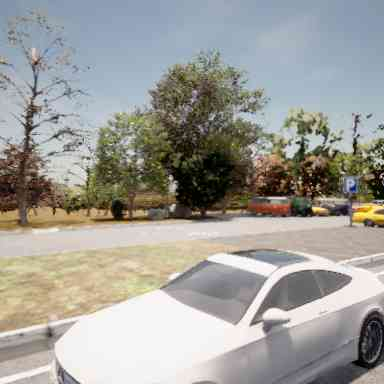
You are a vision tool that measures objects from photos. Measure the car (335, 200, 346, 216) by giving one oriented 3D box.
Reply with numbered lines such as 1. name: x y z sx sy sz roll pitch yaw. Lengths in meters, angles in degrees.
1. car: 14.743 1.959 38.832 2.231 1.521 4.892 2 -1 -35

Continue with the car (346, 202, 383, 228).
1. car: 13.237 1.671 21.479 1.946 1.575 5.366 2 -1 -35

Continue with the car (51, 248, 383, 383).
1. car: 0.738 1.529 4.228 4.674 1.442 1.812 0 0 -35

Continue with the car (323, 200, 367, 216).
1. car: 19.271 1.996 42.027 2.185 1.767 4.553 2 -1 -35

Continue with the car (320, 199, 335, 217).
1. car: 12.594 1.875 37.081 1.946 1.575 5.366 2 -1 -35

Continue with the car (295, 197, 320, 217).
1. car: 10.222 1.551 35.653 2.435 2.045 5.566 2 -1 -35

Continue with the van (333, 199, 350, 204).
1. van: 16.933 1.814 40.543 1.878 1.987 4.442 2 -1 -35

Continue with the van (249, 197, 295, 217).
1. van: 7.814 1.508 34.048 1.878 1.987 4.442 2 -1 -35
